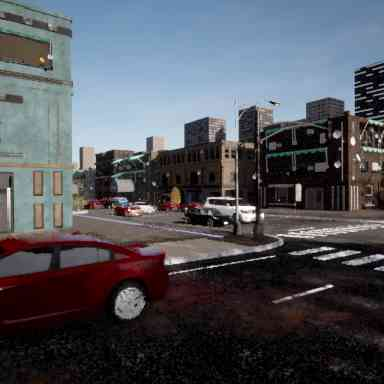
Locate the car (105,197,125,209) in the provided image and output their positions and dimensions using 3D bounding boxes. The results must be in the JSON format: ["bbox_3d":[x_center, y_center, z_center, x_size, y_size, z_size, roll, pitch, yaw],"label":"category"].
[{"bbox_3d":[-13.429,2.066,55.370,1.837,1.490,4.892,-1,0,-36],"label":"car"}]

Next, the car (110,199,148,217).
[{"bbox_3d":[-6.892,1.846,36.259,1.967,1.590,4.097,-1,0,-36],"label":"car"}]

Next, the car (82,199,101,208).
[{"bbox_3d":[-19.206,2.158,63.449,2.128,1.511,4.902,-1,0,-36],"label":"car"}]

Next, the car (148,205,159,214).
[{"bbox_3d":[-6.154,1.931,39.719,1.812,1.442,4.674,-1,0,-36],"label":"car"}]

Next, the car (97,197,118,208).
[{"bbox_3d":[-16.180,1.939,63.646,2.192,1.841,5.009,-1,0,-36],"label":"car"}]

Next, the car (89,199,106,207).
[{"bbox_3d":[-19.395,2.227,68.148,1.887,1.381,4.507,-1,0,-36],"label":"car"}]

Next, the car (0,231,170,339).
[{"bbox_3d":[-2.776,1.477,5.631,5.008,1.535,1.882,0,0,-35],"label":"car"}]

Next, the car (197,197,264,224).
[{"bbox_3d":[3.170,1.437,26.659,2.150,2.045,5.566,-1,1,-35],"label":"car"}]

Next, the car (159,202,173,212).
[{"bbox_3d":[-3.293,1.965,45.638,1.802,1.307,4.206,-2,0,-36],"label":"car"}]

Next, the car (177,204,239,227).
[{"bbox_3d":[1.084,1.814,24.902,1.947,1.339,4.313,-2,0,-36],"label":"car"}]

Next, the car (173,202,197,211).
[{"bbox_3d":[-0.074,1.903,41.137,1.802,1.307,4.206,-2,0,-36],"label":"car"}]

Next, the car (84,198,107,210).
[{"bbox_3d":[-15.918,2.070,53.510,1.882,1.535,5.008,-1,0,-35],"label":"car"}]
